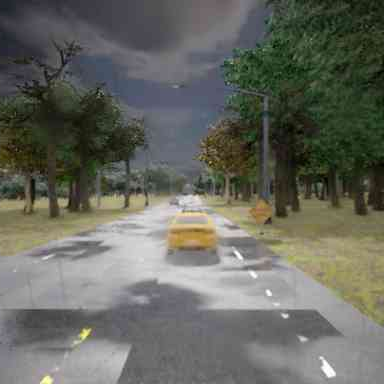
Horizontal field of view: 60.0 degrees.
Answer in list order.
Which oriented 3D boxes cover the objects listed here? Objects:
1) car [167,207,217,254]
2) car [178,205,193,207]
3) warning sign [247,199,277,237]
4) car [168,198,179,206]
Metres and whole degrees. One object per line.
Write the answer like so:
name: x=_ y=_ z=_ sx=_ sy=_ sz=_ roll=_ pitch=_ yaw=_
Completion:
car: x=0.029 y=1.620 z=14.248 sx=1.882 sy=1.535 sz=5.008 roll=0 pitch=0 yaw=1
car: x=0.014 y=1.876 z=28.258 sx=1.895 sy=1.301 sz=4.718 roll=0 pitch=0 yaw=0
warning sign: x=3.545 y=1.285 z=16.890 sx=1.300 sy=1.860 sz=1.060 roll=0 pitch=-1 yaw=0
car: x=-3.527 y=1.990 z=65.359 sx=1.837 sy=1.490 sz=4.892 roll=0 pitch=0 yaw=0
